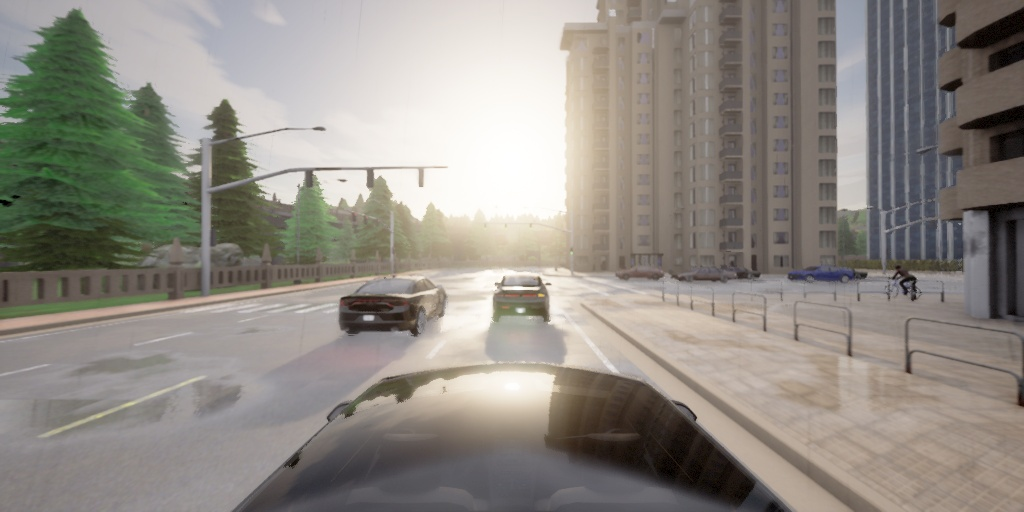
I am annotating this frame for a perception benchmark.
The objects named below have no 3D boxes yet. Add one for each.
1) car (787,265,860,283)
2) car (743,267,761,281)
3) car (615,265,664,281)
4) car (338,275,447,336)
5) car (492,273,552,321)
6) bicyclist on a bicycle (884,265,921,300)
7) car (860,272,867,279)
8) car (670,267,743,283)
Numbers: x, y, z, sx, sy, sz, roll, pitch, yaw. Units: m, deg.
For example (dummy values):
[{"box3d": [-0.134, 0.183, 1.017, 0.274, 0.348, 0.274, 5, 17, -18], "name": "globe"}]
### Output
[{"box3d": [27.294, 1.594, 31.848, 5.008, 1.535, 1.882, 0, -1, 0], "name": "car"}, {"box3d": [21.634, 1.743, 35.389, 4.718, 1.301, 1.895, 0, -1, 0], "name": "car"}, {"box3d": [12.568, 1.657, 35.443, 4.674, 1.442, 1.812, 0, -1, 1], "name": "car"}, {"box3d": [-3.269, 1.308, 10.792, 1.882, 1.535, 5.008, 0, -1, 1], "name": "car"}, {"box3d": [0.378, 1.359, 12.941, 1.837, 1.490, 4.892, 0, 0, 3], "name": "car"}, {"box3d": [18.945, 1.275, 17.430, 0.582, 1.620, 1.656, 0, -1, 0], "name": "bicyclist on a bicycle"}, {"box3d": [31.796, 1.755, 35.299, 4.718, 1.301, 1.895, 0, -1, 1], "name": "car"}, {"box3d": [17.036, 1.652, 31.919, 5.357, 1.411, 2.033, 0, -1, 0], "name": "car"}]
